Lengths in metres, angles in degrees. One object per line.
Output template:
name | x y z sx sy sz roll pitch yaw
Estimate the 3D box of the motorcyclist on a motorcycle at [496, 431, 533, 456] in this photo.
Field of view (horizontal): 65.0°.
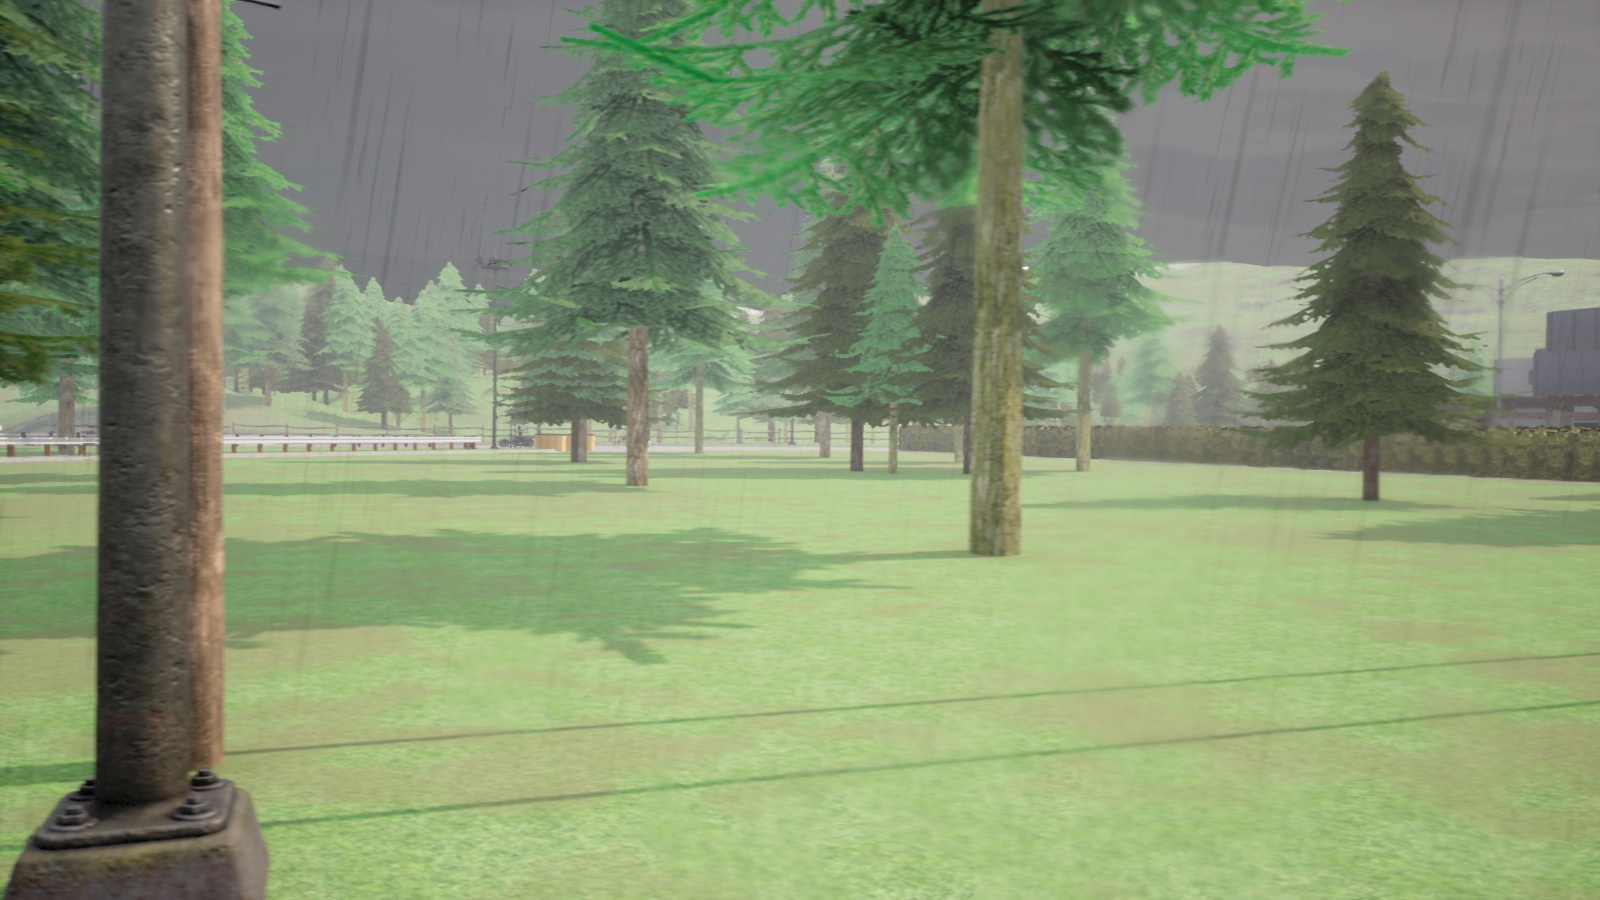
motorcyclist on a motorcycle | -19.391 -0.430 85.327 2.350 1.649 0.766 -1 1 -21
